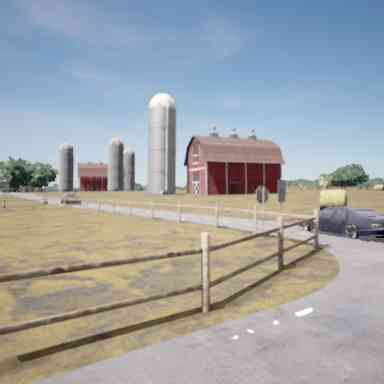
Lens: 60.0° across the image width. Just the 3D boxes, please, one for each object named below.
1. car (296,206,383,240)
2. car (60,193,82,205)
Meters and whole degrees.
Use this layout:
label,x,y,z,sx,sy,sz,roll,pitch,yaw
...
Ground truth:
label,x,y,z,sx,sy,sz,roll,pitch,yaw
car,7.303,1.395,16.001,2.033,1.411,5.357,0,0,-19
car,-18.275,0.960,50.203,2.097,1.767,4.553,1,0,-35
